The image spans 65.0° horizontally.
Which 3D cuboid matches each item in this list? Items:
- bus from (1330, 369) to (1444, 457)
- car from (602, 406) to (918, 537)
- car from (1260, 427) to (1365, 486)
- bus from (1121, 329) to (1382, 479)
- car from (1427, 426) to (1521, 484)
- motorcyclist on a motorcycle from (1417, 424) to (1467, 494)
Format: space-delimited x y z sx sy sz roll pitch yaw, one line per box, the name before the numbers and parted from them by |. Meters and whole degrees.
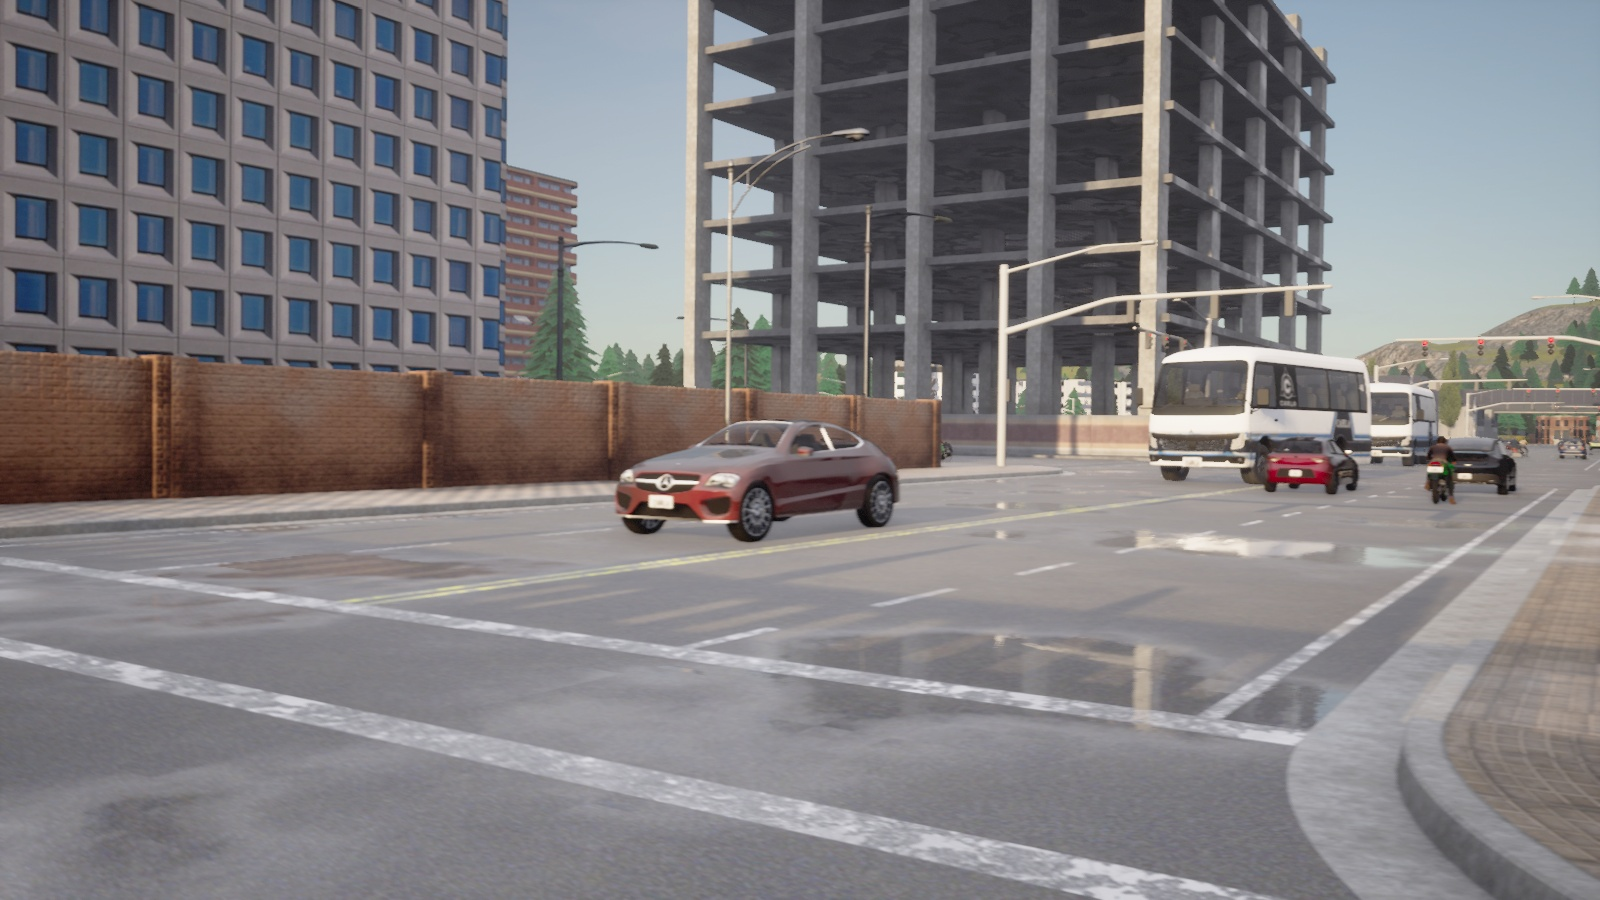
bus | 30.975 -1.887 65.958 3.944 4.253 10.273 0 1 33
car | -0.398 0.221 18.519 2.152 1.651 5.027 0 1 33
car | 13.760 0.134 33.588 1.816 1.474 4.193 0 1 33
bus | 14.846 -1.381 40.626 3.944 4.253 10.273 0 1 45
car | 18.640 0.085 34.621 1.837 1.490 4.892 0 1 33
motorcyclist on a motorcycle | 14.557 0.186 28.447 0.797 1.523 2.044 0 1 33
